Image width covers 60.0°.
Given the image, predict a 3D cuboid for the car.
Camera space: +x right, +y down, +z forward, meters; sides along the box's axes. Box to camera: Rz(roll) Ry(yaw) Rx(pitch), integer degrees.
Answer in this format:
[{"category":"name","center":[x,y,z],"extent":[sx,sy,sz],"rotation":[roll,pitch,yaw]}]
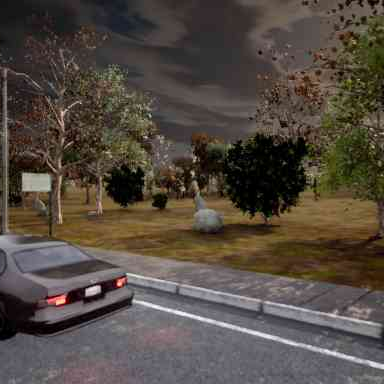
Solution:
[{"category":"car","center":[-3.550,1.558,6.532],"extent":[5.357,1.411,2.033],"rotation":[0,0,36]}]
